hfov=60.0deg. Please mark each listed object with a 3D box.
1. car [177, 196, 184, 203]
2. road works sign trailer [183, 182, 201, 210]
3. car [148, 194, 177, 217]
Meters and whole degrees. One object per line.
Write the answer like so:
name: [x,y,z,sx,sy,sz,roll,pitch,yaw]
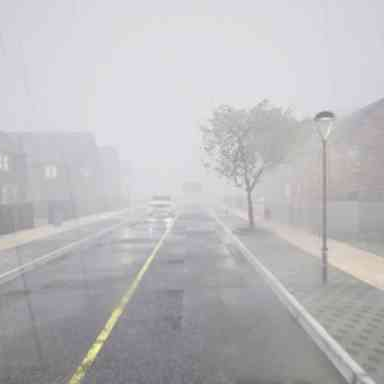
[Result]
car: [-2.771,1.536,72.577,1.882,1.535,5.008,0,0,0]
road works sign trailer: [-0.007,0.453,43.701,2.380,3.560,2.880,0,0,0]
car: [-2.855,1.189,31.797,2.150,2.045,5.566,0,0,0]
